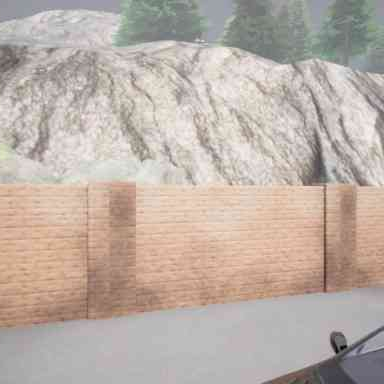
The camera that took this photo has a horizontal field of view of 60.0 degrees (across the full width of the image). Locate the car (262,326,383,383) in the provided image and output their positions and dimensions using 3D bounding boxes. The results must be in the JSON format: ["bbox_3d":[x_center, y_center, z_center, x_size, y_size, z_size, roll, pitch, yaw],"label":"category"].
[{"bbox_3d":[2.122,1.492,1.934,4.902,1.511,2.128,0,0,-19],"label":"car"}]
